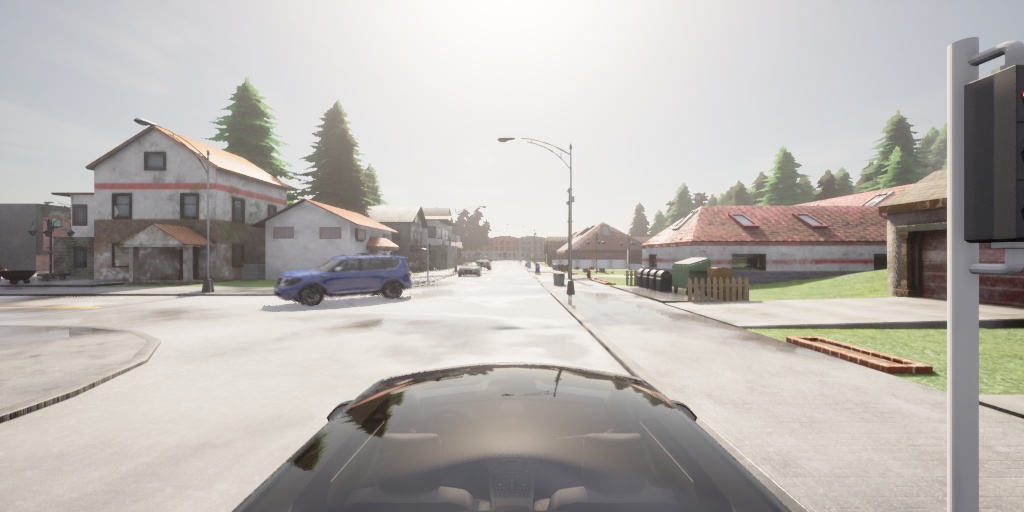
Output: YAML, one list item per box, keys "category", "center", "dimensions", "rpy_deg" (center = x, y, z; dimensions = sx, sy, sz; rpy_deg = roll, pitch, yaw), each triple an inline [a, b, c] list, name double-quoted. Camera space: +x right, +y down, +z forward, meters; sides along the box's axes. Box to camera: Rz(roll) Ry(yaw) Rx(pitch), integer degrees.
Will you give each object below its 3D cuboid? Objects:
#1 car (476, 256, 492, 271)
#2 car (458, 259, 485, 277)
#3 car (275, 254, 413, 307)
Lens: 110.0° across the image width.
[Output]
- category: "car"
  center: [-4.077, 0.967, 50.541]
  dimensions: [2.150, 2.045, 5.566]
  rpy_deg: [0, 1, 0]
- category: "car"
  center: [-4.088, 1.314, 35.472]
  dimensions: [1.994, 1.385, 4.181]
  rpy_deg: [0, 0, 0]
- category: "car"
  center: [-7.213, 0.971, 15.989]
  dimensions: [5.566, 2.045, 2.150]
  rpy_deg: [0, 2, -43]
